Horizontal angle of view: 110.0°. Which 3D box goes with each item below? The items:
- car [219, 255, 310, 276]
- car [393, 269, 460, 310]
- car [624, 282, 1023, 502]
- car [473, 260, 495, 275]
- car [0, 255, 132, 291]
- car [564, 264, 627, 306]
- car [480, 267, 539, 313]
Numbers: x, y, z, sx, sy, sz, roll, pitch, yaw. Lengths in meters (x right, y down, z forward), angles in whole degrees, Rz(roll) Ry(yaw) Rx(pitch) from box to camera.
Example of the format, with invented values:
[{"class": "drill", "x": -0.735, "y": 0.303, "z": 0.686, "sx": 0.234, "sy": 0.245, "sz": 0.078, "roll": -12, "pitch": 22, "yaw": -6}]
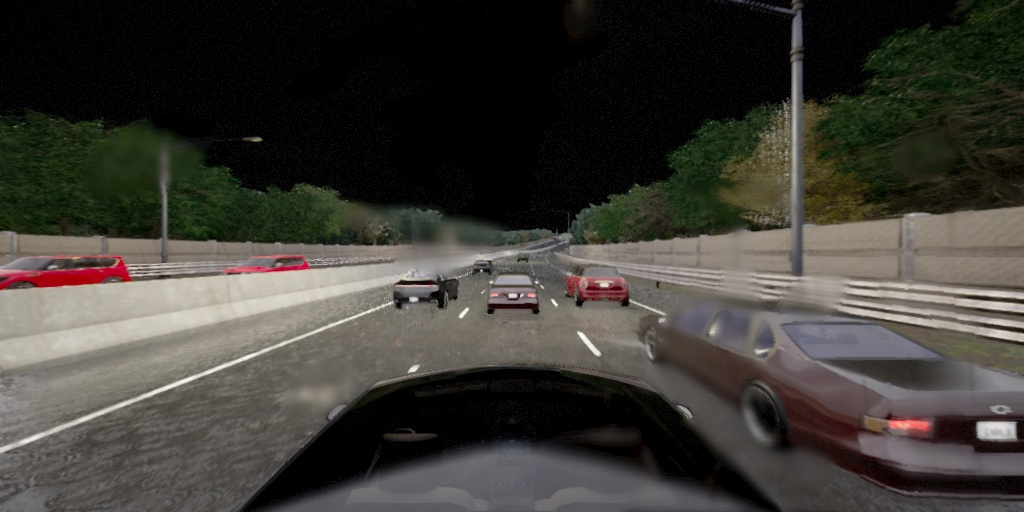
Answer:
[{"class": "car", "x": -13.936, "y": 0.962, "z": 20.631, "sx": 2.150, "sy": 2.045, "sz": 5.566, "roll": 0, "pitch": 0, "yaw": 1}, {"class": "car", "x": -3.343, "y": 1.261, "z": 14.747, "sx": 2.128, "sy": 1.511, "sz": 4.902, "roll": 0, "pitch": 0, "yaw": 1}, {"class": "car", "x": 3.501, "y": 1.311, "z": 5.097, "sx": 2.033, "sy": 1.411, "sz": 5.357, "roll": 0, "pitch": 0, "yaw": 0}, {"class": "car", "x": -2.884, "y": 1.161, "z": 37.137, "sx": 1.837, "sy": 1.490, "sz": 4.892, "roll": 0, "pitch": 1, "yaw": 2}, {"class": "car", "x": -21.000, "y": 0.964, "z": 16.389, "sx": 2.150, "sy": 2.045, "sz": 5.566, "roll": 0, "pitch": 0, "yaw": 1}, {"class": "car", "x": 3.583, "y": 1.127, "z": 15.956, "sx": 2.097, "sy": 1.767, "sz": 4.553, "roll": 0, "pitch": 0, "yaw": 1}, {"class": "car", "x": 0.062, "y": 1.320, "z": 14.015, "sx": 2.033, "sy": 1.411, "sz": 5.357, "roll": 0, "pitch": 0, "yaw": 1}]
